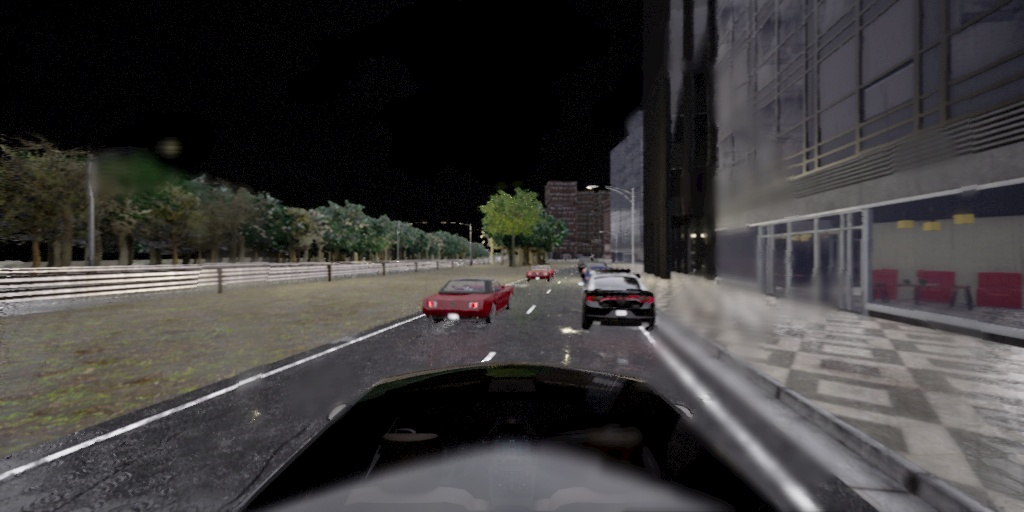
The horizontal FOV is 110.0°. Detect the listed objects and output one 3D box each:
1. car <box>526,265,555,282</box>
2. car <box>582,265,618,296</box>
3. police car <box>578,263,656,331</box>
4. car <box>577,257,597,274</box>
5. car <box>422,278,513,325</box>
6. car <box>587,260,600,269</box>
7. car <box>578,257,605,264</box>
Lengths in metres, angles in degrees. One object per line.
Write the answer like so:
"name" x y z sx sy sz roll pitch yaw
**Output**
"car" 2.496 1.440 30.169 1.895 1.301 4.718 0 0 13
"car" 5.020 1.320 20.879 1.812 1.442 4.674 0 0 12
"police car" 3.138 1.193 11.298 1.930 1.638 5.238 0 0 11
"car" 9.530 1.097 45.033 2.150 2.045 5.566 0 0 15
"car" -1.204 1.388 12.120 1.895 1.301 4.718 0 0 11
"car" 13.963 1.433 61.066 1.837 1.490 4.892 0 0 16
"car" 6.246 1.163 26.647 2.097 1.767 4.553 0 0 12
